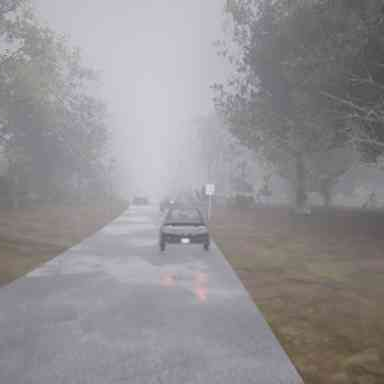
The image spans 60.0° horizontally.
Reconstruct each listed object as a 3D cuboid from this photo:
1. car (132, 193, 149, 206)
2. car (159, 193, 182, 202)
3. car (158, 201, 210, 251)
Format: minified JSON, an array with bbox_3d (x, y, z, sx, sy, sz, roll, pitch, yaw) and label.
[{"bbox_3d":[-6.328,0.825,40.976,1.882,1.535,5.008,1,1,-10],"label":"car"},{"bbox_3d":[-2.042,0.907,31.968,2.097,1.767,4.553,1,1,-7],"label":"car"},{"bbox_3d":[-0.353,1.381,13.654,2.128,1.511,4.902,1,1,-3],"label":"car"}]
